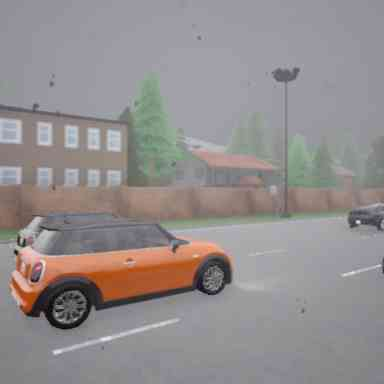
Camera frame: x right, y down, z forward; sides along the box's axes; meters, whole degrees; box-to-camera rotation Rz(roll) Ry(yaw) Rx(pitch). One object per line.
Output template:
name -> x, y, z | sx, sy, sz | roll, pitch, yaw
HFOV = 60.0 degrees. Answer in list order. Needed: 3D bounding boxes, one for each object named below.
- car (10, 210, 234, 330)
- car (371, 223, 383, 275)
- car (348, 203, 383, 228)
car -> -1.260, 1.348, 7.148 | 4.553, 1.767, 2.097 | 0, 0, -35
car -> 6.725, 1.550, 8.547 | 4.181, 1.385, 1.994 | 0, 0, -36
car -> 11.569, 1.476, 20.605 | 4.892, 1.490, 1.837 | 0, 0, -36
